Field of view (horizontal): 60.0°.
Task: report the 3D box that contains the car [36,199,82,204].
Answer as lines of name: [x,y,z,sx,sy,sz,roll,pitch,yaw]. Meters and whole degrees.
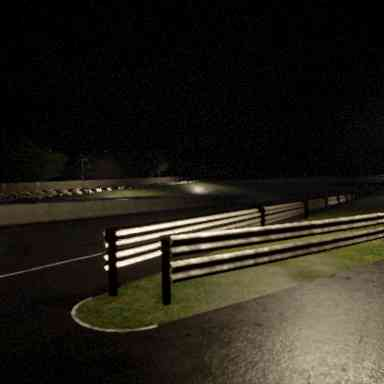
car: [-12.832,1.537,33.860,1.837,1.490,4.892,-1,0,30]

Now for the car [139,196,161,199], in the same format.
car: [-6.230,1.456,52.135,1.837,1.490,4.892,-1,-1,31]

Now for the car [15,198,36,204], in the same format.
car: [-19.387,1.459,36.514,2.097,1.767,4.553,-1,0,30]

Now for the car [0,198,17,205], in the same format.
car: [-19.036,1.618,30.148,1.837,1.490,4.892,-1,0,30]

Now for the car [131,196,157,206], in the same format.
car: [-7.964,1.495,56.064,1.812,1.442,4.674,-1,0,30]
